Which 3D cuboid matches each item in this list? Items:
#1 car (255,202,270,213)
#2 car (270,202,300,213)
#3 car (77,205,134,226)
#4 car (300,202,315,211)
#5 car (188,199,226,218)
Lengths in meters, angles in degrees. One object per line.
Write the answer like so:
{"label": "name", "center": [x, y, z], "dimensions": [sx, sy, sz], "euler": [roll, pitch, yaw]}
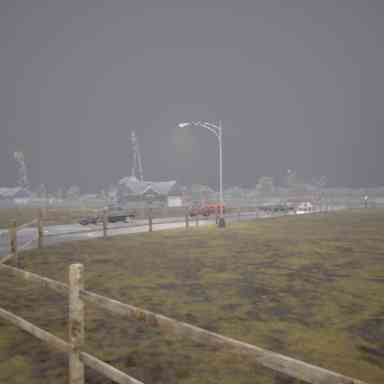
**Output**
{"label": "car", "center": [11.480, 2.343, 51.455], "dimensions": [1.882, 1.535, 5.008], "euler": [-2, -2, 36]}
{"label": "car", "center": [13.429, 2.244, 47.932], "dimensions": [1.837, 1.490, 4.892], "euler": [-2, -2, 36]}
{"label": "car", "center": [-6.694, 1.839, 26.178], "dimensions": [1.837, 1.490, 4.892], "euler": [-2, -2, 36]}
{"label": "car", "center": [19.449, 2.455, 56.335], "dimensions": [1.812, 1.442, 4.674], "euler": [-2, -2, 36]}
{"label": "car", "center": [1.760, 1.791, 38.005], "dimensions": [2.150, 2.045, 5.566], "euler": [-2, -1, 35]}
